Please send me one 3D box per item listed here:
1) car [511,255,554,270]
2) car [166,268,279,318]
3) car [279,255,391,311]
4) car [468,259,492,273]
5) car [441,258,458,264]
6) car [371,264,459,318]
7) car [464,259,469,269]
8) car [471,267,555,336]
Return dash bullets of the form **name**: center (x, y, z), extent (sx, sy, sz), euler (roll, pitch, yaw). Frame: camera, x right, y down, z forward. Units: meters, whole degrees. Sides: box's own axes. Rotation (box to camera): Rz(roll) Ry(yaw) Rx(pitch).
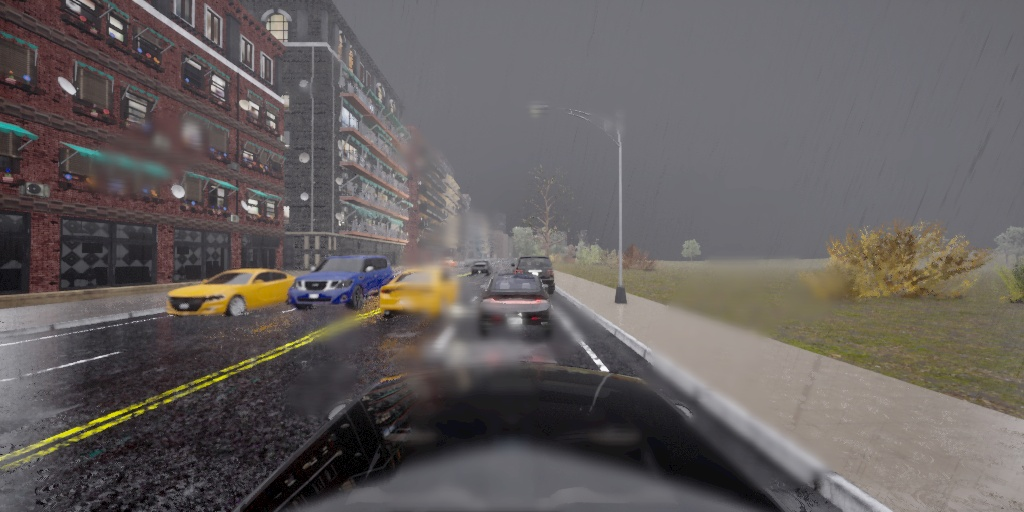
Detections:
- **car**: center (1.132, 0.977, 20.236), extent (2.150, 2.045, 5.566), euler (0, 0, 0)
- **car**: center (-9.853, 1.229, 13.286), extent (1.882, 1.535, 5.008), euler (0, 0, 0)
- **car**: center (-6.605, 0.973, 14.704), extent (2.150, 2.045, 5.566), euler (0, 0, 0)
- **car**: center (-3.162, 1.259, 37.444), extent (1.837, 1.490, 4.892), euler (0, 1, 0)
- **car**: center (-9.856, 1.102, 56.436), extent (2.097, 1.767, 4.553), euler (0, 0, 0)
- **car**: center (-3.154, 1.229, 13.070), extent (1.882, 1.535, 5.008), euler (0, 0, 0)
- **car**: center (-6.603, 1.255, 58.184), extent (1.837, 1.490, 4.892), euler (0, 0, 0)
- **car**: center (0.098, 1.243, 10.366), extent (2.128, 1.511, 4.902), euler (0, 0, 0)
